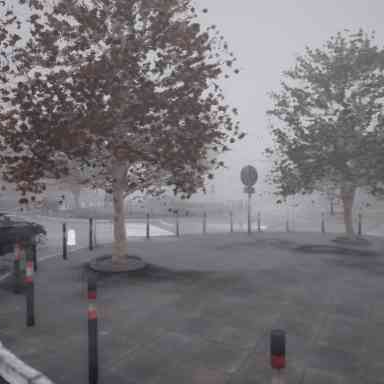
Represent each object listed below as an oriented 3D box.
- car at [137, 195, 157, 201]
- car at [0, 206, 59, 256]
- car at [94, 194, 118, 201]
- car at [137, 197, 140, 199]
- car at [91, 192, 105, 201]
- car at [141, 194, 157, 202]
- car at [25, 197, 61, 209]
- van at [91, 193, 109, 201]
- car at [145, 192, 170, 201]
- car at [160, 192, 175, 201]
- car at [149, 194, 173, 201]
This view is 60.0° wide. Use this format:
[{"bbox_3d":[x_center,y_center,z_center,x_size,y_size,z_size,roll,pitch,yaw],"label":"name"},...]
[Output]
[{"bbox_3d":[-12.280,1.565,90.779,5.366,1.575,1.946,0,-2,-21],"label":"car"},{"bbox_3d":[-6.475,1.393,10.758,2.128,1.511,4.902,1,0,1],"label":"car"},{"bbox_3d":[-19.189,1.235,73.924,4.892,1.521,2.231,0,-1,-21],"label":"car"},{"bbox_3d":[-11.448,1.371,87.977,4.553,1.767,2.185,0,-2,-21],"label":"car"},{"bbox_3d":[-18.210,0.953,71.443,5.566,2.045,2.435,0,-1,-21],"label":"car"},{"bbox_3d":[-7.977,1.266,64.647,2.033,1.411,5.357,0,0,1],"label":"car"},{"bbox_3d":[-15.067,1.226,33.893,2.128,1.511,4.902,0,0,1],"label":"car"},{"bbox_3d":[-24.045,1.271,87.020,4.442,1.987,1.878,0,-2,-21],"label":"van"},{"bbox_3d":[-8.169,1.081,79.354,5.566,2.045,2.435,0,-1,-21],"label":"car"},{"bbox_3d":[-6.036,1.141,73.794,4.553,1.767,2.185,0,-1,-21],"label":"car"},{"bbox_3d":[-7.101,1.300,76.636,5.008,1.535,2.097,0,-1,-21],"label":"car"}]
